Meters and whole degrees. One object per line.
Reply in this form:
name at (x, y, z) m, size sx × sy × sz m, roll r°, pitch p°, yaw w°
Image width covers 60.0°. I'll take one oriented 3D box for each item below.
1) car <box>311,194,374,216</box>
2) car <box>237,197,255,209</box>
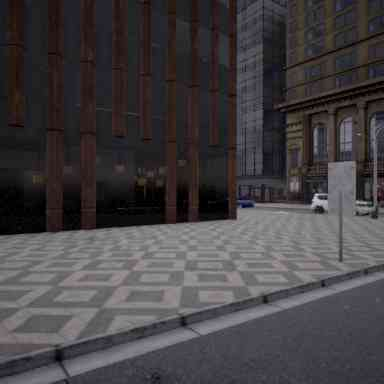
car at (13.796, 1.166, 30.858) m, size 2.150 × 2.045 × 5.566 m, roll 0°, pitch 0°, yaw -35°
car at (5.729, 1.382, 42.193) m, size 1.882 × 1.535 × 5.008 m, roll 0°, pitch 0°, yaw -35°
